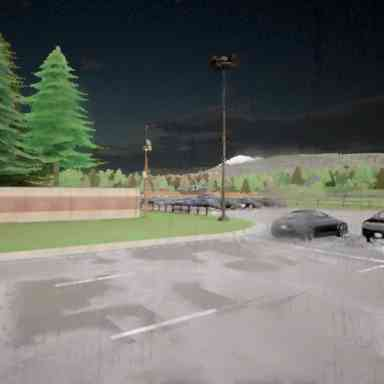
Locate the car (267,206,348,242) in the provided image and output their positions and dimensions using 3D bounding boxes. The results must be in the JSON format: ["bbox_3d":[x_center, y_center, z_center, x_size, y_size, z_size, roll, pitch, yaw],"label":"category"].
[{"bbox_3d":[5.867,1.590,16.533,4.181,1.385,1.994,0,0,-36],"label":"car"}]

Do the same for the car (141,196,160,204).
[{"bbox_3d":[-8.462,1.584,67.323,1.812,1.442,4.674,0,0,-36],"label":"car"}]

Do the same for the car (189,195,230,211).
[{"bbox_3d":[2.006,1.546,40.761,1.837,1.490,4.892,0,1,-36],"label":"car"}]

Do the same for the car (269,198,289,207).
[{"bbox_3d":[11.106,1.564,46.106,1.837,1.490,4.892,0,1,-36],"label":"car"}]

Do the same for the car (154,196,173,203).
[{"bbox_3d":[-5.954,1.585,69.834,1.812,1.442,4.674,0,0,-36],"label":"car"}]

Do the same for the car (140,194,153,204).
[{"bbox_3d":[-8.440,1.259,49.236,2.150,2.045,5.566,0,0,-36],"label":"car"}]

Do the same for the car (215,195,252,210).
[{"bbox_3d":[4.861,1.541,42.789,2.128,1.511,4.902,0,0,-36],"label":"car"}]

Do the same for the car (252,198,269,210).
[{"bbox_3d":[7.539,1.560,45.063,1.837,1.490,4.892,0,0,-36],"label":"car"}]

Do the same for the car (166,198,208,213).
[{"bbox_3d":[-0.693,1.638,38.517,1.895,1.301,4.718,0,0,-36],"label":"car"}]

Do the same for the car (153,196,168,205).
[{"bbox_3d":[-5.755,1.534,51.500,2.128,1.511,4.902,0,0,-36],"label":"car"}]

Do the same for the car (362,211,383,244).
[{"bbox_3d":[9.491,1.521,14.820,4.902,1.511,2.128,0,0,-35],"label":"car"}]
